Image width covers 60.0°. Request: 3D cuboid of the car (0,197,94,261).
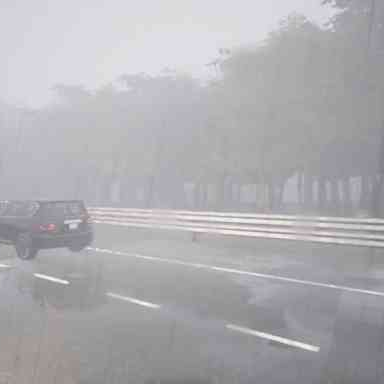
[{"bbox_3d":[-6.088,1.224,12.524,5.566,2.045,2.150,0,0,36],"label":"car"}]
